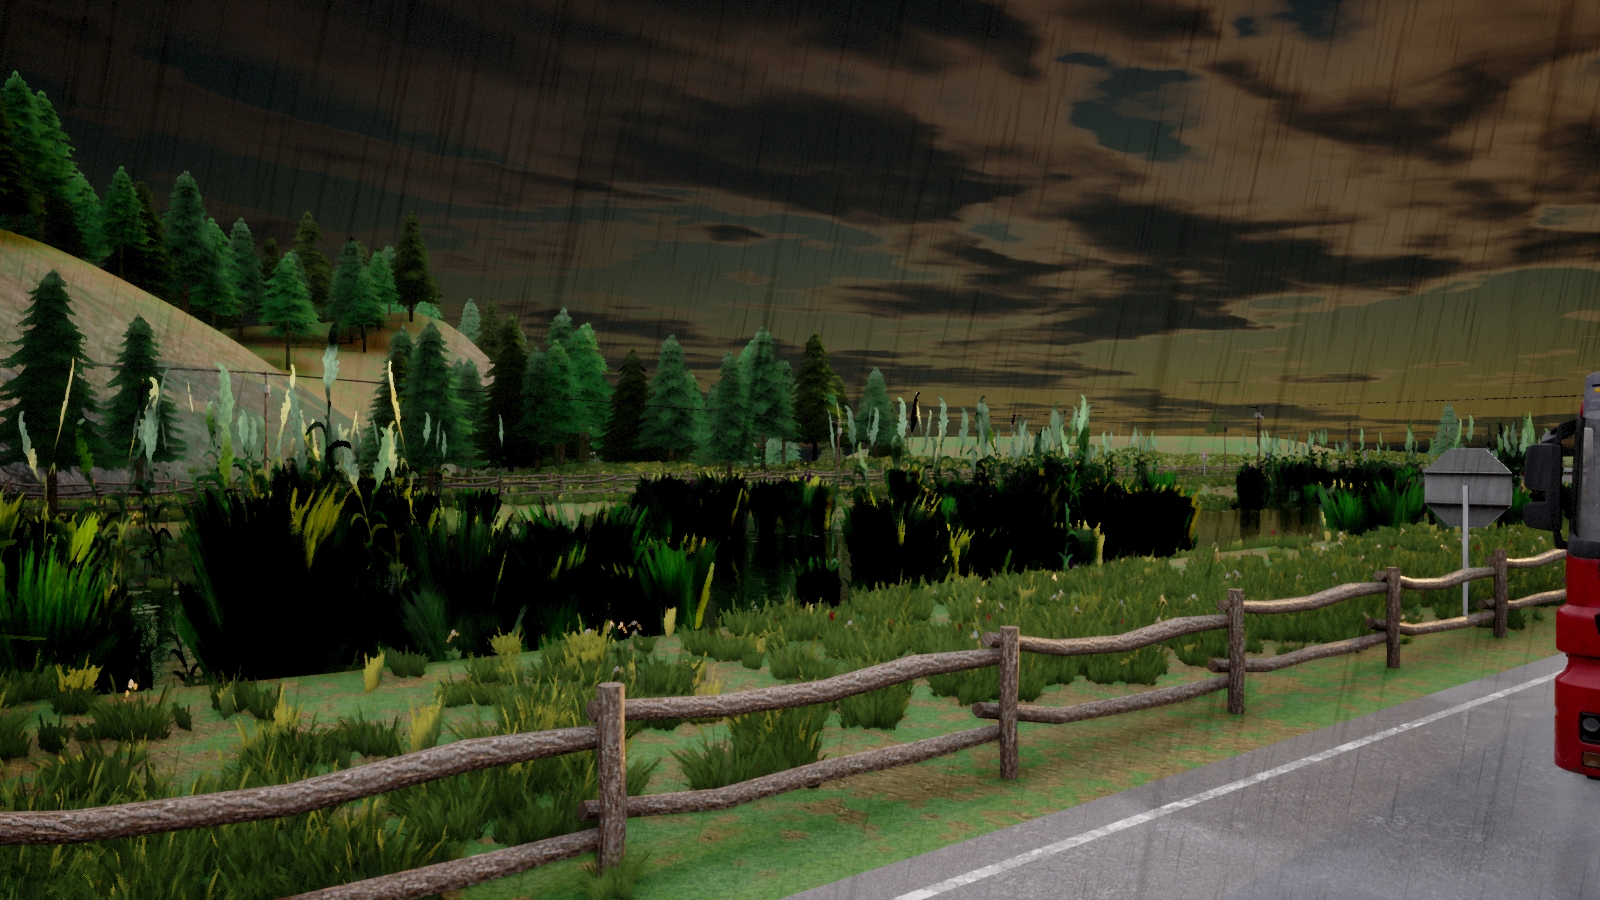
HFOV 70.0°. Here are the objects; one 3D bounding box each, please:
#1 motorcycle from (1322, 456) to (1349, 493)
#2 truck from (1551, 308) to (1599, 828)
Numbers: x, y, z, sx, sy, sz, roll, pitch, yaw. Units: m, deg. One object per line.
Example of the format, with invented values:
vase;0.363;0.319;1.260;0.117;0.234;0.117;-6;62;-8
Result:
motorcycle;34.905;1.577;74.485;2.033;2.348;0.803;0;0;-39
truck;9.479;0.862;10.936;2.891;3.827;8.468;0;0;40
